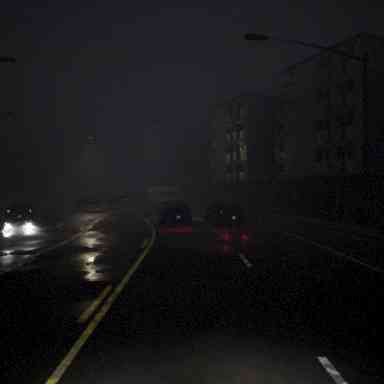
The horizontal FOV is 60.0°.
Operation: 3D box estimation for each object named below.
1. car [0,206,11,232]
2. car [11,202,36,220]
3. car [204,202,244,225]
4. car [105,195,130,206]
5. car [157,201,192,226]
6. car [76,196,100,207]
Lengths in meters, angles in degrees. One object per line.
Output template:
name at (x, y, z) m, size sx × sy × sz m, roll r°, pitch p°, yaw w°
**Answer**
car at (-11.131, 1.486, 16.717) m, size 1.994 × 1.385 × 4.181 m, roll 0°, pitch 0°, yaw -8°
car at (-13.517, 1.471, 26.479) m, size 1.895 × 1.301 × 4.718 m, roll 0°, pitch 0°, yaw -23°
car at (2.173, 1.401, 23.049) m, size 1.812 × 1.442 × 4.674 m, roll 0°, pitch 0°, yaw -11°
car at (-10.811, 1.254, 48.202) m, size 1.837 × 1.490 × 4.892 m, roll 0°, pitch 0°, yaw -42°
car at (-1.311, 1.358, 22.738) m, size 1.882 × 1.535 × 5.008 m, roll 0°, pitch 0°, yaw -11°
car at (-14.840, 1.282, 47.370) m, size 1.812 × 1.442 × 4.674 m, roll 0°, pitch 0°, yaw -45°
